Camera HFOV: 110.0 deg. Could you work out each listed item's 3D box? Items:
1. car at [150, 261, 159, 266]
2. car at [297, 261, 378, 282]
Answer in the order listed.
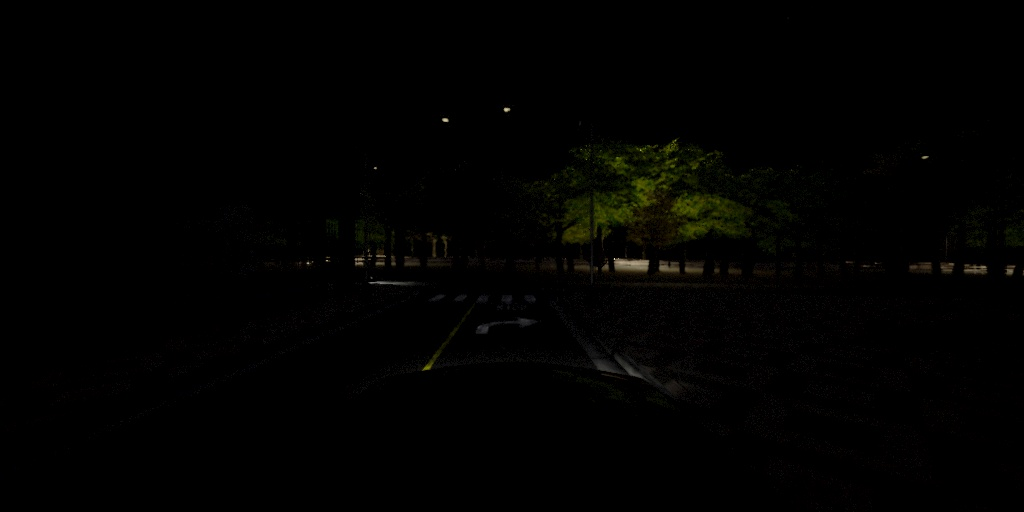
[{"bbox_3d":[-31.753,0.670,29.661,4.553,1.767,2.097,1,0,15],"label":"car"},{"bbox_3d":[-12.281,1.084,25.176,5.357,1.411,2.033,1,0,11],"label":"car"}]
